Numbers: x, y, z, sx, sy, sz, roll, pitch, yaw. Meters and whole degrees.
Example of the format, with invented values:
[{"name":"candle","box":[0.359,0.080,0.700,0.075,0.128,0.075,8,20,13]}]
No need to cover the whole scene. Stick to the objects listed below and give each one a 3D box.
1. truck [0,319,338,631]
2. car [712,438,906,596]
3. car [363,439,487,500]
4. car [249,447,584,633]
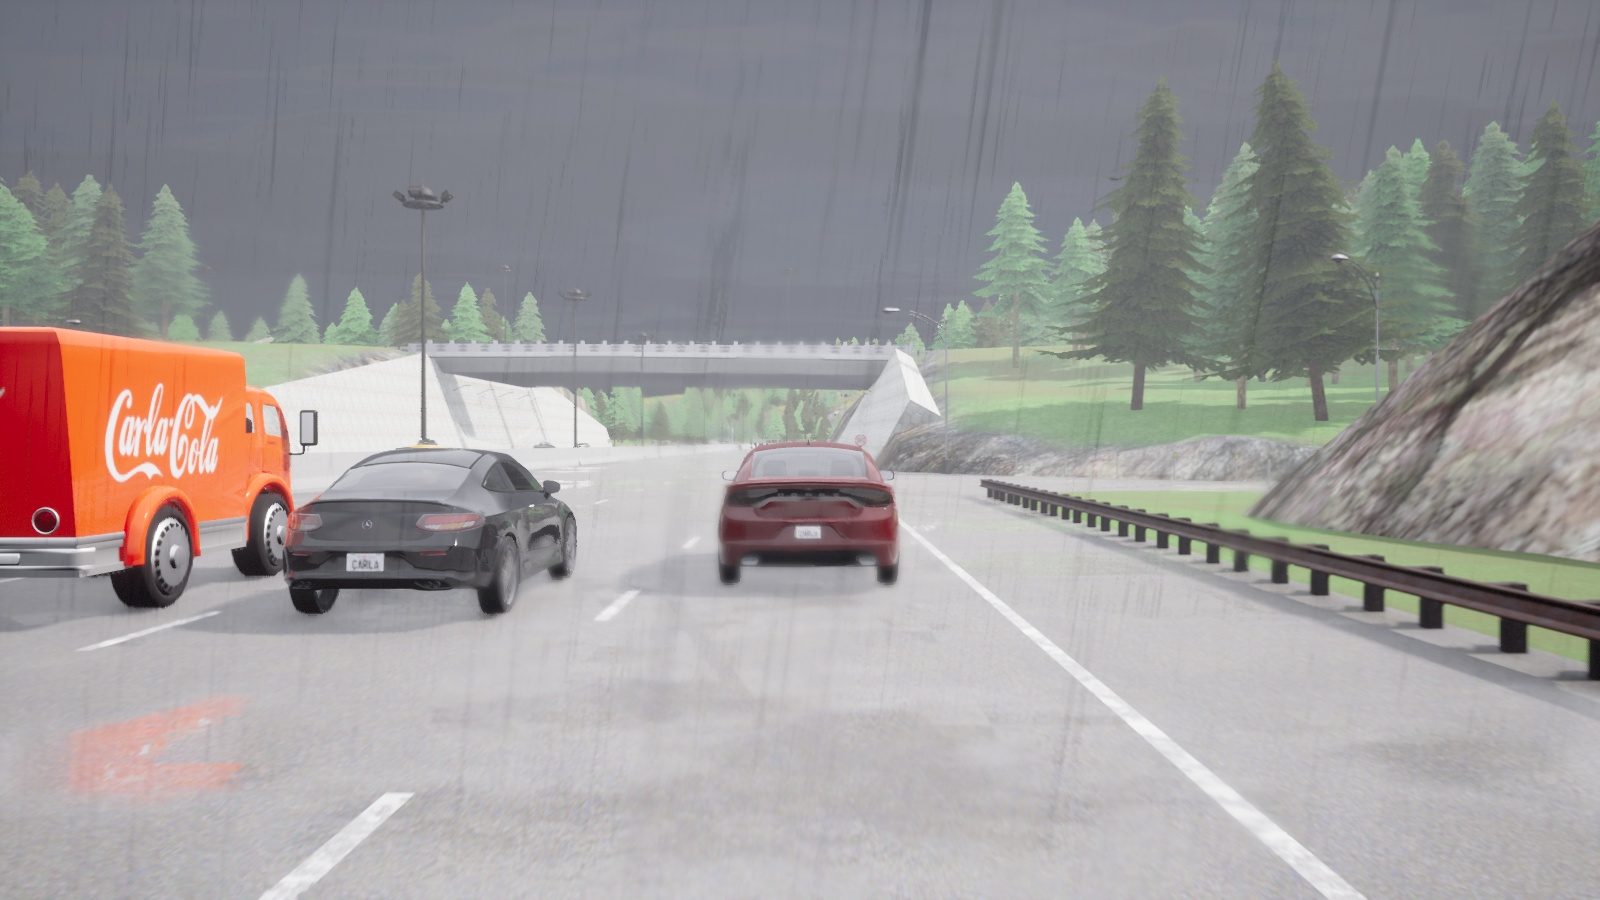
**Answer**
[{"name":"truck","box":[-6.913,0.183,12.567,2.627,2.467,5.204,0,0,0]},{"name":"car","box":[0.099,0.641,14.730,1.882,1.535,5.008,0,0,0]},{"name":"car","box":[-10.286,0.480,34.888,1.801,1.575,5.366,0,0,0]},{"name":"car","box":[-3.415,0.701,12.206,1.812,1.442,4.674,0,0,0]}]
